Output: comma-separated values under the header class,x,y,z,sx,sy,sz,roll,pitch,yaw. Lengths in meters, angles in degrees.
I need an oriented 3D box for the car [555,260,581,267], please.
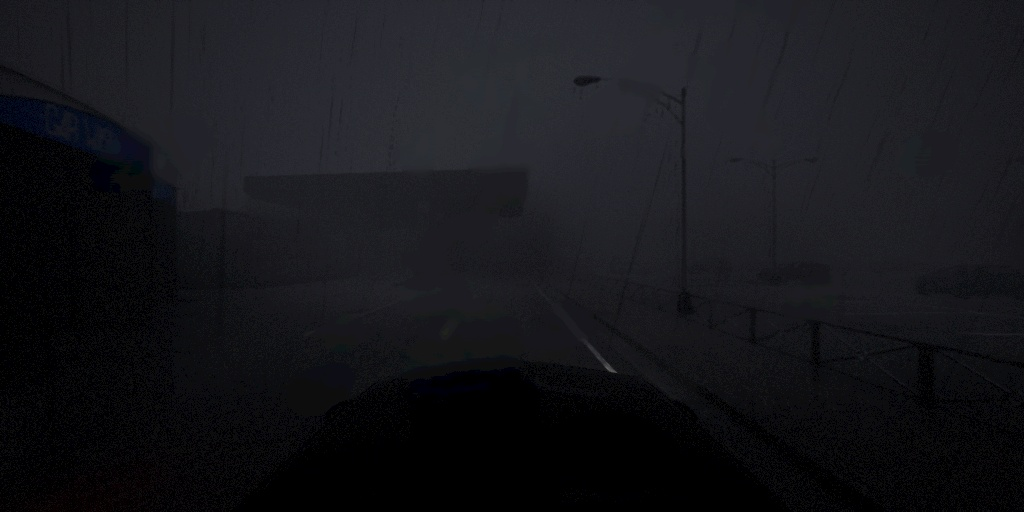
class,x,y,z,sx,sy,sz,roll,pitch,yaw
car,10.064,1.406,64.460,4.674,1.442,1.812,0,0,0
